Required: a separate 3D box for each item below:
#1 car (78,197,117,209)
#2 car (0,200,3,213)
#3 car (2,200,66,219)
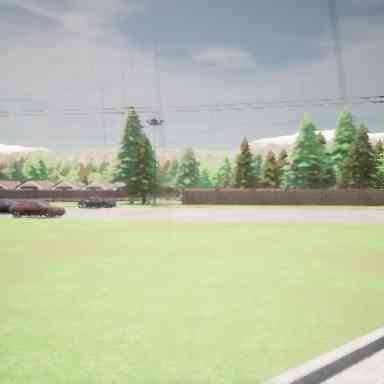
[{"bbox_3d":[-11.988,1.391,42.150,4.892,1.490,1.837,0,0,8],"label":"car"},{"bbox_3d":[-18.086,1.454,32.391,5.357,1.411,2.033,0,0,8],"label":"car"},{"bbox_3d":[-13.076,1.446,28.175,4.674,1.442,1.812,0,0,8],"label":"car"}]
